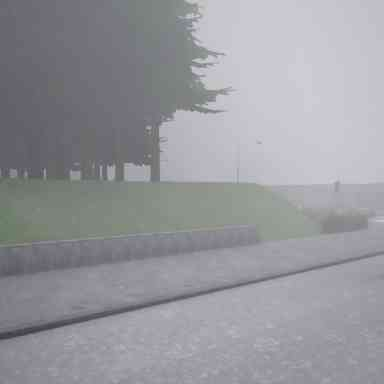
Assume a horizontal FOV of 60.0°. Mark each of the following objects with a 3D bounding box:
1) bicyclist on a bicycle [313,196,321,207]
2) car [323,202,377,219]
[{"bbox_3d":[14.921,1.349,39.633,1.656,1.620,0.582,0,0,-35],"label":"bicyclist on a bicycle"},{"bbox_3d":[13.029,1.564,27.798,1.994,1.385,4.181,0,0,-35],"label":"car"}]
